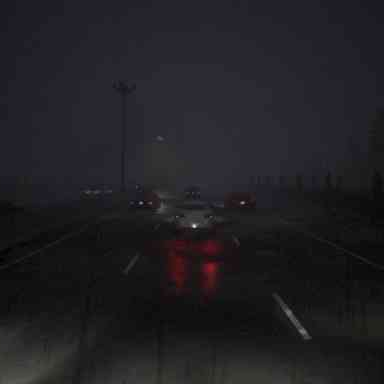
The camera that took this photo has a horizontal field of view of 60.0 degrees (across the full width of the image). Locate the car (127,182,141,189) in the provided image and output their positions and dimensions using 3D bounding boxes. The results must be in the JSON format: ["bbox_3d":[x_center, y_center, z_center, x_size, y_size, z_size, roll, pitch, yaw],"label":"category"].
[{"bbox_3d":[-10.535,-0.971,60.470,1.837,1.490,4.892,0,1,1],"label":"car"}]

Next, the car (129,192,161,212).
[{"bbox_3d":[-3.398,0.677,24.778,2.033,1.411,5.357,0,3,0],"label":"car"}]

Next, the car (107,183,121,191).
[{"bbox_3d":[-14.031,-0.910,60.417,1.994,1.385,4.181,0,1,1],"label":"car"}]

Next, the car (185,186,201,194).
[{"bbox_3d":[0.102,0.039,38.124,2.033,1.411,5.357,0,3,0],"label":"car"}]

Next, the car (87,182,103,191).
[{"bbox_3d":[-17.527,-0.994,60.350,1.882,1.535,5.008,0,1,1],"label":"car"}]

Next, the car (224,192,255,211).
[{"bbox_3d":[3.602,0.652,25.650,1.994,1.385,4.181,0,3,0],"label":"car"}]

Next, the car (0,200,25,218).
[{"bbox_3d":[-10.598,1.104,16.968,1.895,1.301,4.718,0,3,0],"label":"car"}]

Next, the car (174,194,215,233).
[{"bbox_3d":[0.101,1.068,16.165,1.812,1.442,4.674,0,3,0],"label":"car"}]
